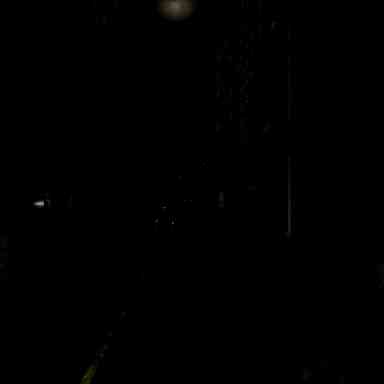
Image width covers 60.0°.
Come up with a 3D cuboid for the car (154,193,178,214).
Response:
[{"bbox_3d":[-2.667,1.147,34.959,2.150,2.045,5.566,0,0,0],"label":"car"}]

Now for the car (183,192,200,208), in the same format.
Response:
[{"bbox_3d":[-0.068,1.126,46.170,2.150,2.045,5.566,0,1,0],"label":"car"}]

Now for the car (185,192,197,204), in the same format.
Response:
[{"bbox_3d":[-0.123,1.089,60.895,2.150,2.045,5.566,0,0,0],"label":"car"}]
